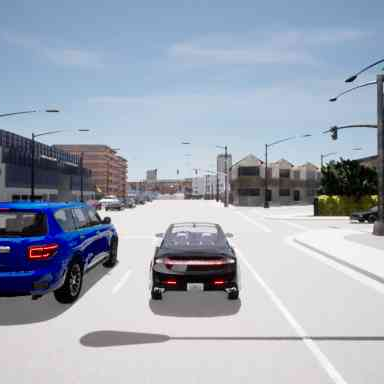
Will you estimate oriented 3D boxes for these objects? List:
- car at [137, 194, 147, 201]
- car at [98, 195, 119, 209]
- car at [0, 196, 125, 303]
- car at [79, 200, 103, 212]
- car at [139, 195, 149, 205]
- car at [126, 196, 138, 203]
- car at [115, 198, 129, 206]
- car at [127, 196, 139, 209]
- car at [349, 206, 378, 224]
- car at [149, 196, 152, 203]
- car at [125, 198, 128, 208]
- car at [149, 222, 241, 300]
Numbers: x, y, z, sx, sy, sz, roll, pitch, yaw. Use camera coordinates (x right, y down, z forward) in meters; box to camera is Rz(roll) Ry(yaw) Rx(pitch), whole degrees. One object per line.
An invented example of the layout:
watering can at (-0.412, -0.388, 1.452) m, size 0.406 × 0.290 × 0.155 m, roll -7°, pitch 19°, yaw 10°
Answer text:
car at (-14.071, 1.582, 93.311) m, size 2.097 × 1.767 × 4.553 m, roll 0°, pitch -1°, yaw 0°
car at (-14.125, 1.652, 56.615) m, size 2.150 × 2.045 × 5.566 m, roll 0°, pitch 0°, yaw 0°
car at (-3.439, 1.240, 8.379) m, size 2.150 × 2.045 × 5.566 m, roll 0°, pitch 0°, yaw 0°
car at (-14.136, 1.862, 46.910) m, size 1.882 × 1.535 × 5.008 m, roll 0°, pitch -1°, yaw 0°
car at (-10.563, 1.863, 67.288) m, size 1.837 × 1.490 × 4.892 m, roll 0°, pitch 0°, yaw 0°
car at (-14.059, 1.707, 78.127) m, size 1.837 × 1.490 × 4.892 m, roll 0°, pitch 1°, yaw 0°
car at (-14.056, 1.959, 67.091) m, size 1.895 × 1.301 × 4.718 m, roll 0°, pitch 1°, yaw 0°
car at (-10.625, 1.787, 54.716) m, size 2.097 × 1.767 × 4.553 m, roll 0°, pitch 0°, yaw 0°
car at (15.081, 1.686, 25.544) m, size 5.357 × 1.411 × 2.033 m, roll 0°, pitch -1°, yaw 0°
car at (-10.559, 1.703, 78.384) m, size 1.837 × 1.490 × 4.892 m, roll 0°, pitch 0°, yaw 0°
car at (-10.631, 1.939, 46.126) m, size 1.994 × 1.385 × 4.181 m, roll 0°, pitch 0°, yaw 0°
car at (0.062, 1.507, 8.422) m, size 2.128 × 1.511 × 4.902 m, roll 0°, pitch 0°, yaw 0°
